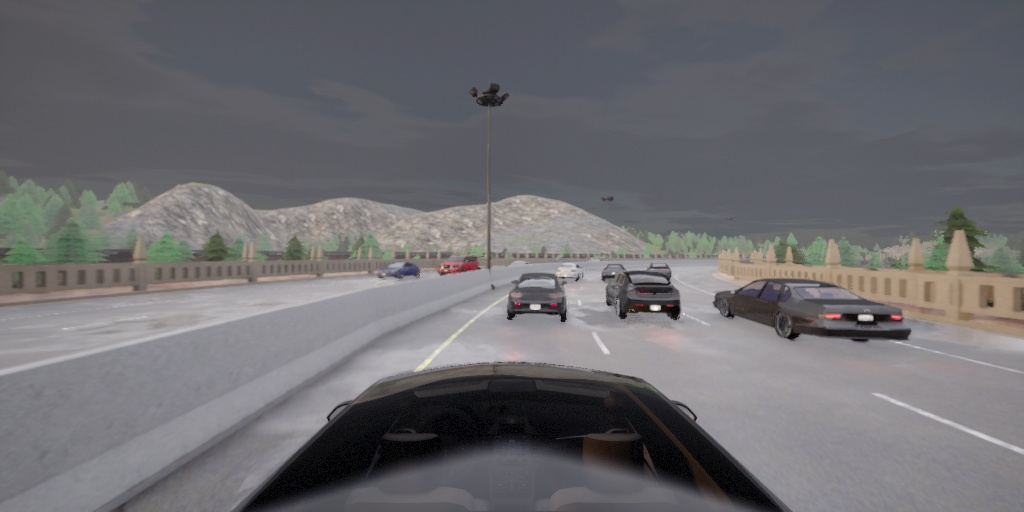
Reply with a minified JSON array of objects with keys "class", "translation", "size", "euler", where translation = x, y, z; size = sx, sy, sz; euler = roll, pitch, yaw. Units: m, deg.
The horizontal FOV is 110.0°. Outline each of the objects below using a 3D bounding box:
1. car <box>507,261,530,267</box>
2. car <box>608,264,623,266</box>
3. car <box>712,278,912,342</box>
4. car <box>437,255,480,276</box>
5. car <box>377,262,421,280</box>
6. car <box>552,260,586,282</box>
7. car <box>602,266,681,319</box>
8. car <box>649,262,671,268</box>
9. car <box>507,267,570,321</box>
[{"class":"car","translation":[0.775,1.269,39.490],"size":[1.812,1.442,4.674],"euler":[0,0,23]},{"class":"car","translation":[8.757,1.345,30.422],"size":[1.994,1.385,4.181],"euler":[0,0,19]},{"class":"car","translation":[7.616,1.329,9.940],"size":[2.033,1.411,5.357],"euler":[0,0,6]},{"class":"car","translation":[-4.951,0.942,34.241],"size":[2.150,2.045,5.566],"euler":[0,0,19]},{"class":"car","translation":[-9.633,1.226,30.935],"size":[1.812,1.442,4.674],"euler":[0,0,17]},{"class":"car","translation":[4.796,1.290,29.708],"size":[1.812,1.442,4.674],"euler":[0,0,17]},{"class":"car","translation":[4.536,1.272,12.945],"size":[1.837,1.490,4.892],"euler":[0,0,8]},{"class":"car","translation":[12.573,1.289,30.780],"size":[2.128,1.511,4.902],"euler":[0,0,20]},{"class":"car","translation":[0.938,1.277,12.435],"size":[1.812,1.442,4.674],"euler":[0,0,7]}]
